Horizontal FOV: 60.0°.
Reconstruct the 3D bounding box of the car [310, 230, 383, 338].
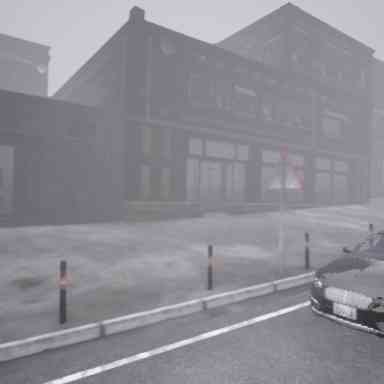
[{"bbox_3d":[4.279,1.495,6.387,4.902,1.511,2.128,0,0,-35],"label":"car"}]
